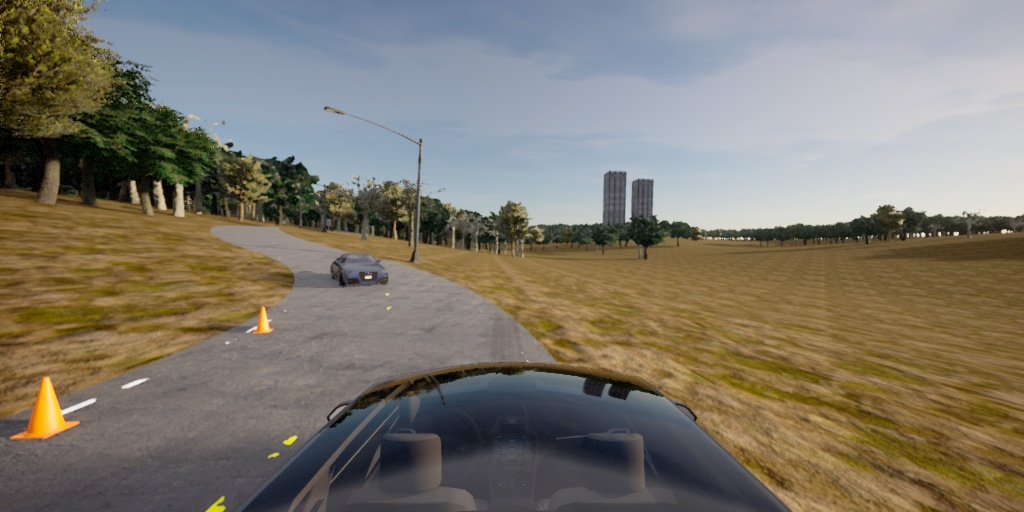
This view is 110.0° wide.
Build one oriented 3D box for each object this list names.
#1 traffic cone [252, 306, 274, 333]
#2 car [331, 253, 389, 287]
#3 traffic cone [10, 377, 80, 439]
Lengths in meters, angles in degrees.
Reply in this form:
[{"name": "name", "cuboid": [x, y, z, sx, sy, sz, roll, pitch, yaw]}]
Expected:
[{"name": "traffic cone", "cuboid": [-5.864, 1.482, 8.453, 0.340, 0.580, 0.340, 0, 0, -14]}, {"name": "car", "cuboid": [-7.300, 0.577, 17.079, 1.994, 1.385, 4.181, 0, 5, -35]}, {"name": "traffic cone", "cuboid": [-5.085, 1.617, 3.916, 0.340, 0.580, 0.340, 0, 0, -6]}]
